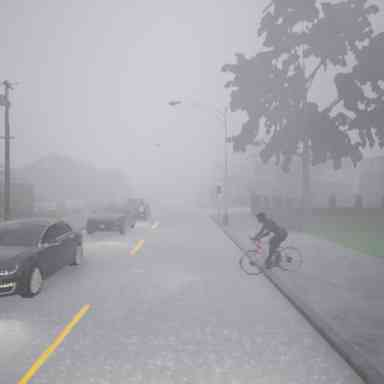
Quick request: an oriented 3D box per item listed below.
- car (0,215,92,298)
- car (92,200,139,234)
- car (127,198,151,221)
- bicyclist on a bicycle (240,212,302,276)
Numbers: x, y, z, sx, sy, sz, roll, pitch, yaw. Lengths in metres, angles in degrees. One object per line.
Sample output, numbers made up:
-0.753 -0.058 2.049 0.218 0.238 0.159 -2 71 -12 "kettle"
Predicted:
-4.253 1.482 8.524 1.837 1.490 4.892 0 0 -1 "car"
-4.443 1.424 18.820 1.882 1.535 5.008 0 0 -1 "car"
-4.533 1.277 26.588 2.097 1.767 4.553 0 0 -1 "car"
2.027 1.347 8.690 1.656 1.620 0.582 -5 0 -1 "bicyclist on a bicycle"
